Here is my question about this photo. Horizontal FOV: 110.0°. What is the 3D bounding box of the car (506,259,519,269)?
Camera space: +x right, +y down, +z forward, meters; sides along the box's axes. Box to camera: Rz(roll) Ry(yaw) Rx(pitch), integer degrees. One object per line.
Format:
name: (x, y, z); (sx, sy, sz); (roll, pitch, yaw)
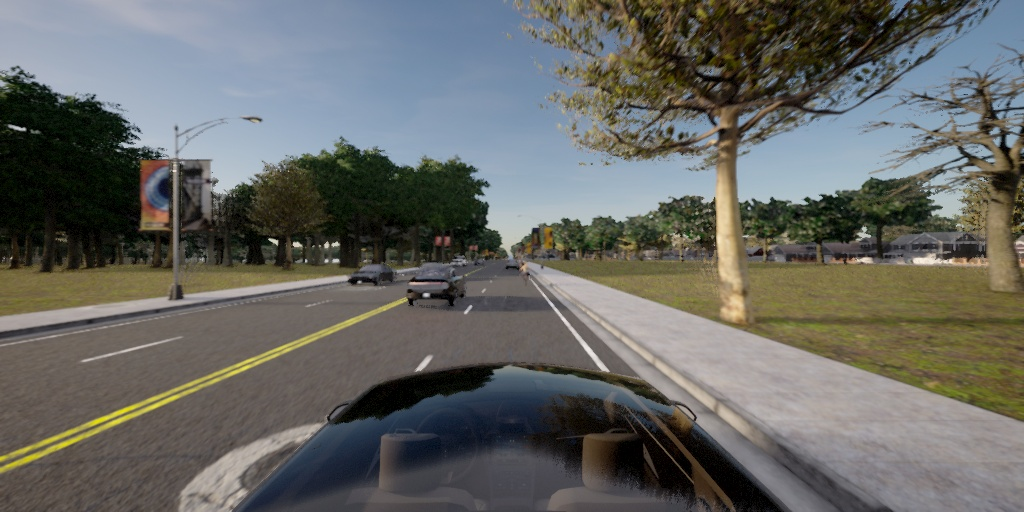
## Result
car: (0.075, 1.320, 56.367); (1.994, 1.385, 4.181); (0, 0, 0)

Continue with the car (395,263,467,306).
car: (-3.151, 1.237, 15.628); (2.128, 1.511, 4.902); (0, 0, 0)

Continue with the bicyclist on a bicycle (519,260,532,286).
bicyclist on a bicycle: (0.907, 1.181, 23.742); (0.866, 1.612, 1.509); (0, 0, 0)

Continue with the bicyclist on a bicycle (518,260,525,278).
bicyclist on a bicycle: (0.893, 1.200, 33.484); (0.582, 1.620, 1.656); (0, 0, 0)

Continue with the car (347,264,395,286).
car: (-9.850, 1.293, 25.811); (2.033, 1.411, 5.357); (0, 0, 0)
